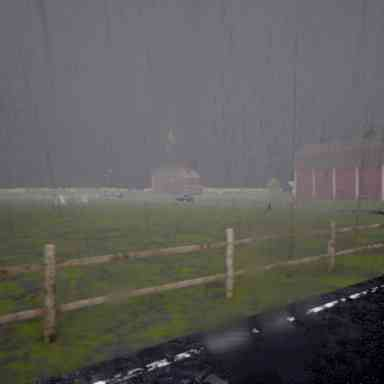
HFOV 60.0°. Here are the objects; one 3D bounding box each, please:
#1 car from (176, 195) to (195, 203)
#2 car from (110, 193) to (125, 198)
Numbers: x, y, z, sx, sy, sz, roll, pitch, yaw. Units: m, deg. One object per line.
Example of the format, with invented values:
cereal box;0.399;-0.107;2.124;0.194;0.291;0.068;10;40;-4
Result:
car;-1.337;1.256;62.482;1.837;1.490;4.892;-2;1;-36
car;-20.197;1.021;92.581;1.837;1.490;4.892;-2;1;-36
